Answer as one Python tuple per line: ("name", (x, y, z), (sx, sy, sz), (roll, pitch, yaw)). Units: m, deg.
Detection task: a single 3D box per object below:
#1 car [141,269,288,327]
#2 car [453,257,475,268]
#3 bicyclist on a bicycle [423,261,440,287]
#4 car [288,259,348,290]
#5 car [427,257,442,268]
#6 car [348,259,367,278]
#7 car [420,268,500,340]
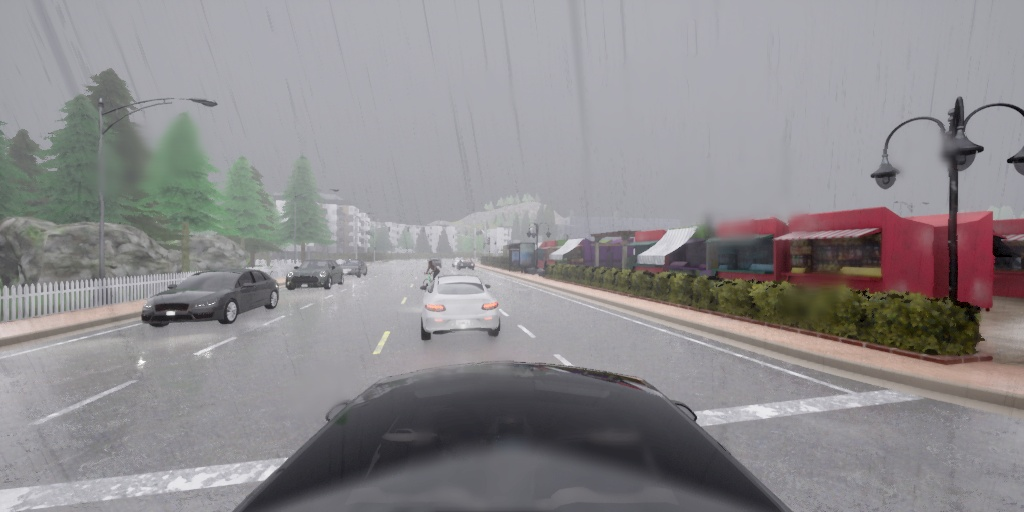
("car", (-9.210, 1.190, 11.466), (1.837, 1.490, 4.892), (0, 0, -13))
("car", (-5.712, 1.047, 43.749), (1.895, 1.301, 4.718), (0, 0, -13))
("bicyclist on a bicycle", (-4.349, 1.078, 19.612), (0.582, 1.620, 1.656), (0, 1, 25))
("car", (-11.433, 0.965, 21.062), (2.097, 1.767, 4.553), (0, 0, -13))
("car", (-10.959, 0.898, 50.798), (1.837, 1.490, 4.892), (0, 0, -13))
("car", (-13.652, 1.033, 30.679), (2.128, 1.511, 4.902), (0, 0, -13))
("car", (-1.494, 1.225, 9.769), (1.812, 1.442, 4.674), (0, 0, -12))
